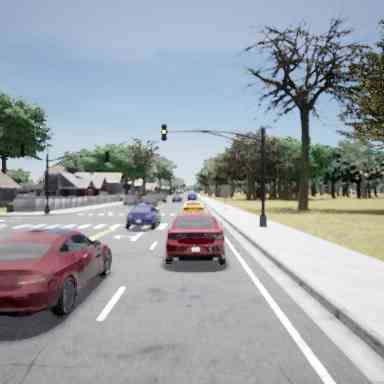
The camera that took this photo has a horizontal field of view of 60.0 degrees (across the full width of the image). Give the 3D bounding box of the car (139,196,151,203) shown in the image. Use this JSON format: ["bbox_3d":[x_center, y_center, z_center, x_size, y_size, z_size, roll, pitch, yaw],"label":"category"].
[{"bbox_3d":[-9.706,1.578,68.990,1.812,1.442,4.674,0,0,0],"label":"car"}]

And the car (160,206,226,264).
[{"bbox_3d":[0.105,1.491,11.978,1.882,1.535,5.008,0,0,0],"label":"car"}]

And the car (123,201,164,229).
[{"bbox_3d":[-3.134,1.550,21.850,1.812,1.442,4.674,0,0,0],"label":"car"}]

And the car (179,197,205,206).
[{"bbox_3d":[0.117,1.508,28.474,1.882,1.535,5.008,0,0,0],"label":"car"}]

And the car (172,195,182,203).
[{"bbox_3d":[-3.205,1.402,71.651,2.097,1.767,4.553,0,0,0],"label":"car"}]

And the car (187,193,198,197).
[{"bbox_3d":[0.045,1.272,71.293,2.150,2.045,5.566,0,0,0],"label":"car"}]

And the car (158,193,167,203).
[{"bbox_3d":[-6.456,1.279,68.957,2.150,2.045,5.566,0,0,0],"label":"car"}]

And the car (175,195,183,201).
[{"bbox_3d":[-3.198,1.485,81.714,1.895,1.301,4.718,0,0,0],"label":"car"}]

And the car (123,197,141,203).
[{"bbox_3d":[-9.781,1.555,53.431,1.837,1.490,4.892,0,-1,0],"label":"car"}]

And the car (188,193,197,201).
[{"bbox_3d":[0.052,1.245,81.652,2.097,1.767,4.553,0,0,0],"label":"car"}]

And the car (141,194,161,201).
[{"bbox_3d":[-6.532,1.555,53.426,1.837,1.490,4.892,0,-1,0],"label":"car"}]

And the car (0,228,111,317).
[{"bbox_3d":[-3.145,1.534,7.356,1.812,1.442,4.674,0,0,0],"label":"car"}]
